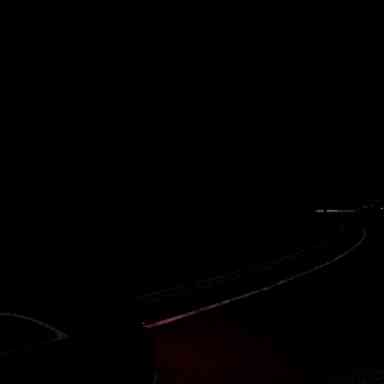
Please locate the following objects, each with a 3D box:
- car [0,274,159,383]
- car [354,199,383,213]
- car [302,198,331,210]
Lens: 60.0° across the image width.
[{"bbox_3d":[-2.608,1.508,2.397,4.902,1.511,2.128,0,0,-36],"label":"car"},{"bbox_3d":[18.917,1.438,35.201,1.812,1.442,4.674,1,0,3],"label":"car"},{"bbox_3d":[15.331,1.429,41.041,1.994,1.385,4.181,1,0,-7],"label":"car"}]
